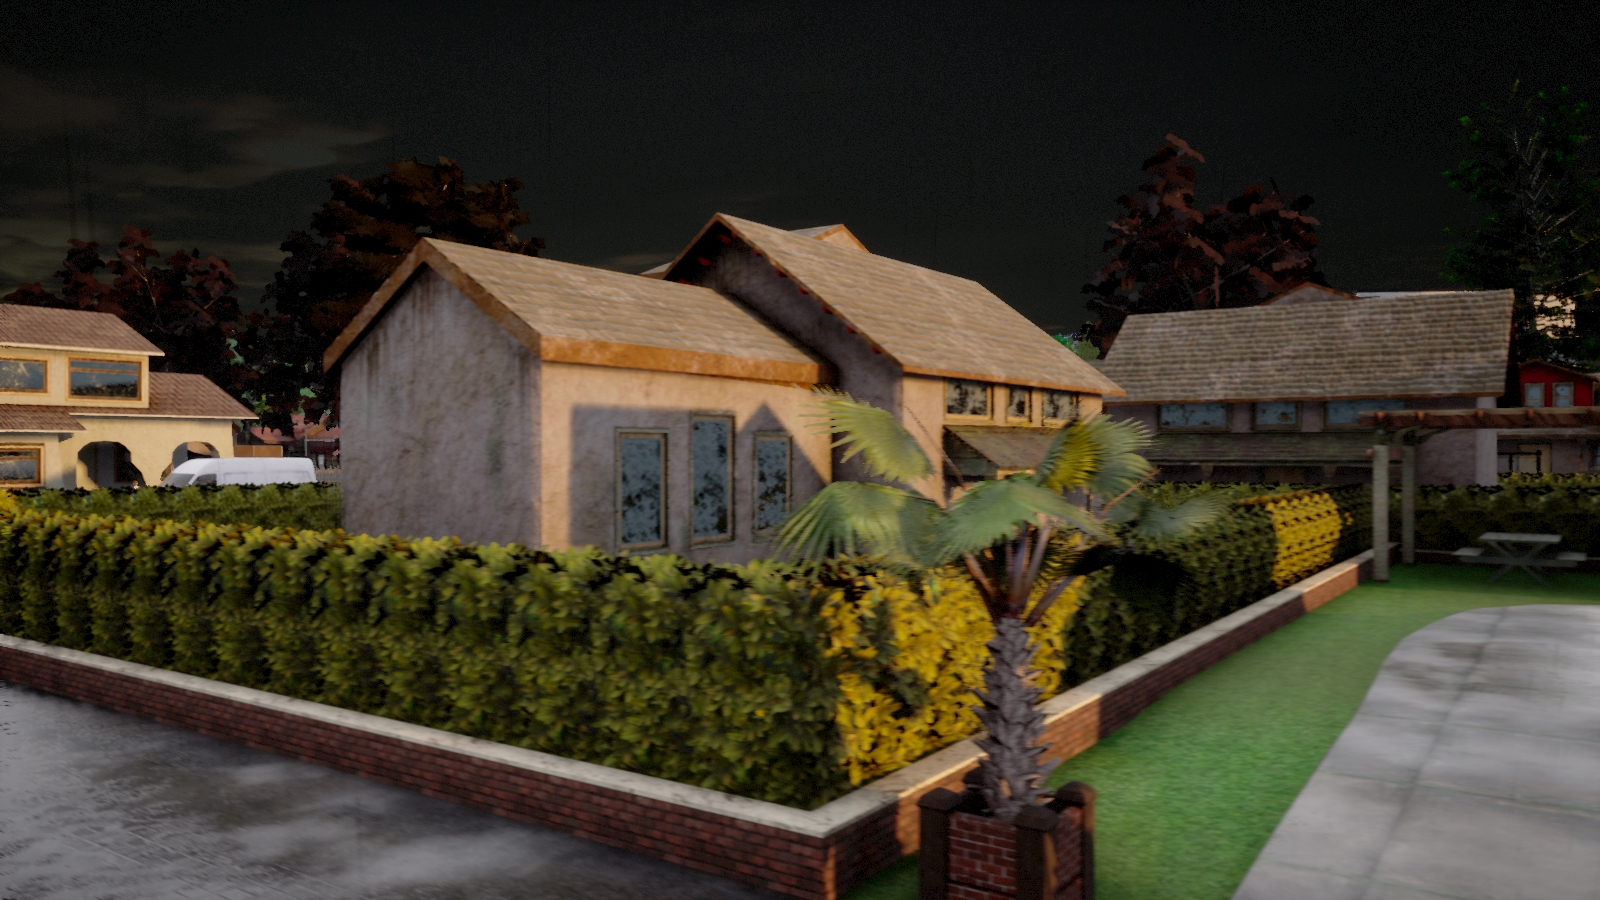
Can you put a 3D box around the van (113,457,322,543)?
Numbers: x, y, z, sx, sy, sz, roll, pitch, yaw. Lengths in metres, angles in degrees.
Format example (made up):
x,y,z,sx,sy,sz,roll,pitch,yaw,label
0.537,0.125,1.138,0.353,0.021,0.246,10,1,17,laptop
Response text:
x,y,z,sx,sy,sz,roll,pitch,yaw,label
-19.033,1.546,37.669,1.988,2.561,5.915,0,0,35,van
